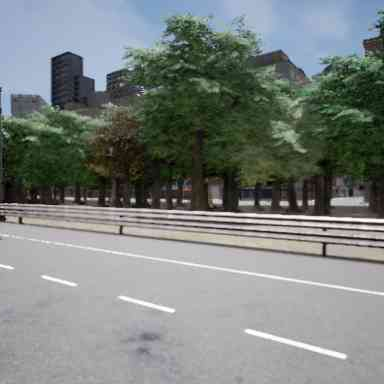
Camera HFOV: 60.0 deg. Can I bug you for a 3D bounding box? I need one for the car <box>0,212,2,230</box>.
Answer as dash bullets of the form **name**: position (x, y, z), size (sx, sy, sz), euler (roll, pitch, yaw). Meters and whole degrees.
- **car**: position (-11.606, 1.219, 16.467), size (5.566, 2.045, 2.150), euler (0, 0, 36)
